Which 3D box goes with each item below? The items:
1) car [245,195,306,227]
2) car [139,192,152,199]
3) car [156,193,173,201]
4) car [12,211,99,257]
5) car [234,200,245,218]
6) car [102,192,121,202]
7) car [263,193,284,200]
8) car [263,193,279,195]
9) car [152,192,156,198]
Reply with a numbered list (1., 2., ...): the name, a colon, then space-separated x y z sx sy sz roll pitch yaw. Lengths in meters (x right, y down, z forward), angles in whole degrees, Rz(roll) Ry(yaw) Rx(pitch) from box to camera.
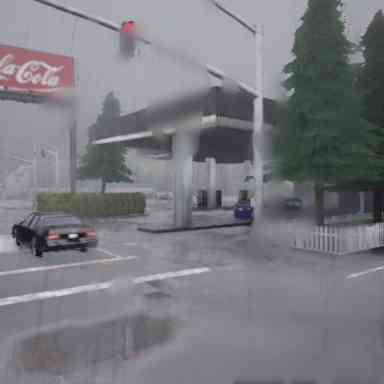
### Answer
1. car: 5.607 1.320 21.371 3.866 1.878 1.905 0 0 -36
2. car: -13.029 0.887 88.060 1.905 1.878 3.866 0 0 -36
3. car: -5.210 1.145 71.376 2.007 1.523 4.514 0 0 -36
4. car: -5.313 1.440 12.531 2.033 1.411 5.357 0 0 -38
5. car: 5.791 1.458 28.502 4.611 1.667 2.242 0 0 -36
6. car: -15.708 1.012 64.632 1.932 1.855 4.605 0 0 -36
7. car: 19.503 1.058 79.848 2.007 1.523 4.514 0 0 -36
8. car: 16.996 1.066 77.963 2.152 1.636 5.027 0 0 -36
9. car: -10.920 0.891 90.101 1.932 1.855 4.605 0 0 -36
